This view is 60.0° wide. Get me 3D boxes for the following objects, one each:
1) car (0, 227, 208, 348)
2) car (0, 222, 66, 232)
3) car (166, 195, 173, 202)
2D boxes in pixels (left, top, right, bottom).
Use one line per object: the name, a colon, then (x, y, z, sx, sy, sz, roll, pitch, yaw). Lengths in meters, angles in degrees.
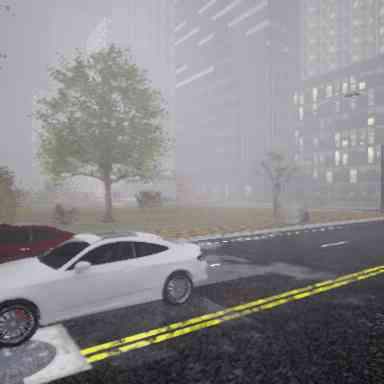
car: (-1.811, 1.509, 6.385, 4.674, 1.442, 1.812, 0, 0, -35)
car: (-4.642, 1.518, 8.358, 4.674, 1.442, 1.812, 0, 0, -35)
car: (-4.527, 1.373, 66.512, 2.033, 1.411, 5.357, -1, 0, -35)
